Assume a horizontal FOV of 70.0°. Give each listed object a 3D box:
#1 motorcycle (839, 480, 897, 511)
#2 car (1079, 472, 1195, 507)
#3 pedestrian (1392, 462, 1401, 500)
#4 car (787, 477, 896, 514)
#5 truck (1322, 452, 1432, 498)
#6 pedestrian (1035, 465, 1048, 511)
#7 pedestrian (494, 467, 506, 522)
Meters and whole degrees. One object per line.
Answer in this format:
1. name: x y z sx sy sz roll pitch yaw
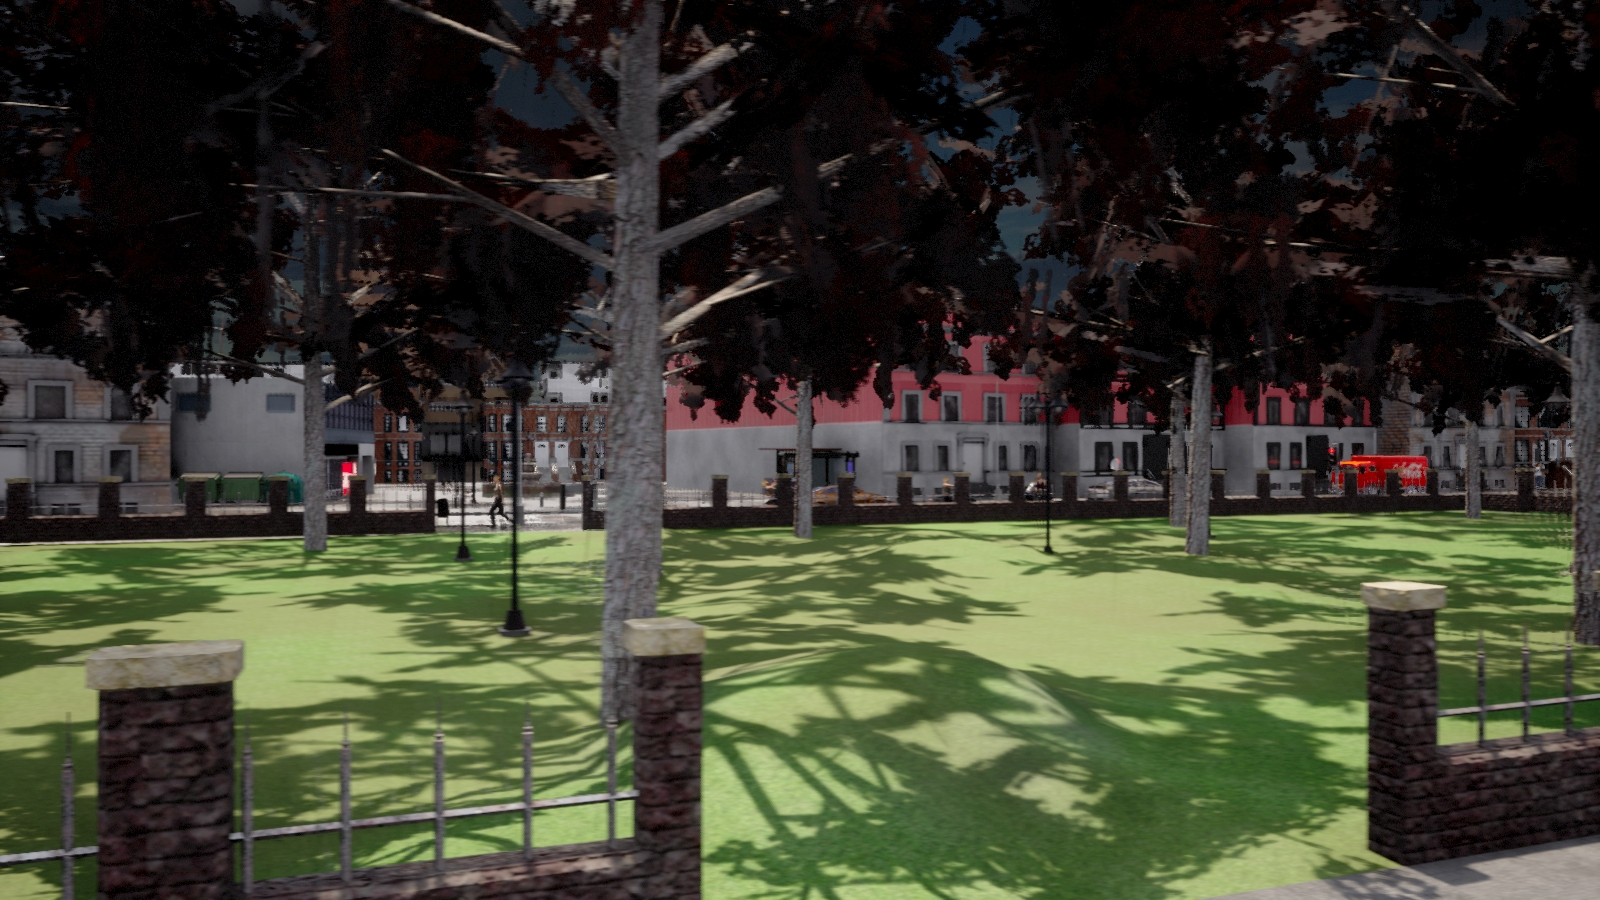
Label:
1. motorcycle: 2.910 1.948 48.832 2.356 1.277 0.764 0 0 -20
2. car: 15.762 1.823 53.476 4.902 1.511 2.128 0 0 -20
3. pedestrian: 29.271 1.526 56.058 0.375 1.860 0.375 0 0 36
4. car: 1.756 1.909 48.410 4.181 1.385 1.994 -1 0 -20
5. truck: 32.137 1.342 63.694 5.204 2.467 2.627 0 0 -20
6. pedestrian: 9.762 1.522 46.201 0.375 1.860 0.375 0 0 -20
7. pedestrian: -10.280 1.523 39.127 0.375 1.860 0.375 0 0 -17
